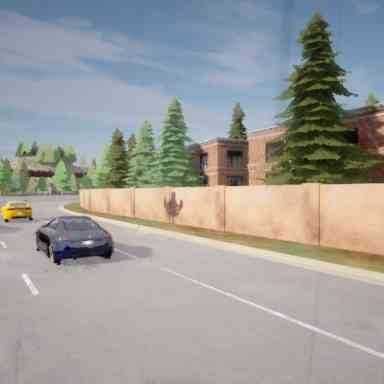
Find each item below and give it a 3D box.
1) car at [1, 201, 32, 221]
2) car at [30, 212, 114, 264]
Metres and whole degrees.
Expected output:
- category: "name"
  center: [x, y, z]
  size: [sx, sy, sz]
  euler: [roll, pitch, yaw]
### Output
- category: "car"
  center: [-14.240, 1.473, 26.988]
  size: [1.882, 1.535, 5.008]
  euler: [0, 0, -33]
- category: "car"
  center: [-4.376, 1.562, 12.086]
  size: [1.994, 1.385, 4.181]
  euler: [0, 0, -34]
